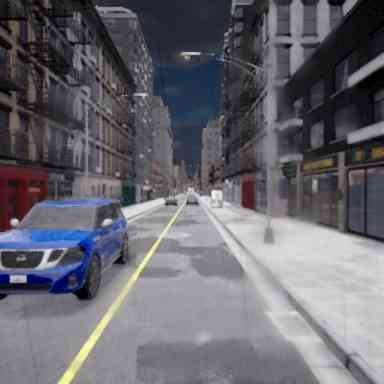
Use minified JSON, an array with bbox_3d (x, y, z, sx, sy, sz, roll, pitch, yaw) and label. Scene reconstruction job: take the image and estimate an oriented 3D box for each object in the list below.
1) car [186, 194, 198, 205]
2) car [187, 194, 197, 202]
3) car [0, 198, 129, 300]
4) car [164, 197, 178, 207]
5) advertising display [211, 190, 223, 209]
[{"bbox_3d":[0.023,1.459,55.189,1.994,1.385,4.181,0,0,1],"label":"car"},{"bbox_3d":[-0.010,1.220,70.139,2.033,1.411,5.357,0,0,0],"label":"car"},{"bbox_3d":[-3.102,1.200,8.697,2.150,2.045,5.566,0,0,0],"label":"car"},{"bbox_3d":[-3.081,1.451,50.021,2.033,1.411,5.357,0,0,0],"label":"car"},{"bbox_3d":[3.139,0.943,41.904,1.540,2.440,0.280,0,1,0],"label":"advertising display"}]
